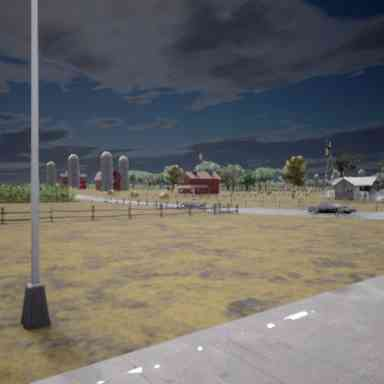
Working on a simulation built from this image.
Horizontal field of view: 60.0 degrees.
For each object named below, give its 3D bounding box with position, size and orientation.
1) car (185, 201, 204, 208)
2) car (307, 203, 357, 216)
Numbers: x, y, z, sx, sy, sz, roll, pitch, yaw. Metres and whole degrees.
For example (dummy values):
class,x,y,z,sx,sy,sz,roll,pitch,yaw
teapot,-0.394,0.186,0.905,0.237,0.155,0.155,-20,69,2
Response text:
class,x,y,z,sx,sy,sz,roll,pitch,yaw
car,0.500,2.247,59.536,1.994,1.385,4.181,-2,1,-35
car,15.869,1.926,38.049,2.033,1.411,5.357,-2,0,-36
